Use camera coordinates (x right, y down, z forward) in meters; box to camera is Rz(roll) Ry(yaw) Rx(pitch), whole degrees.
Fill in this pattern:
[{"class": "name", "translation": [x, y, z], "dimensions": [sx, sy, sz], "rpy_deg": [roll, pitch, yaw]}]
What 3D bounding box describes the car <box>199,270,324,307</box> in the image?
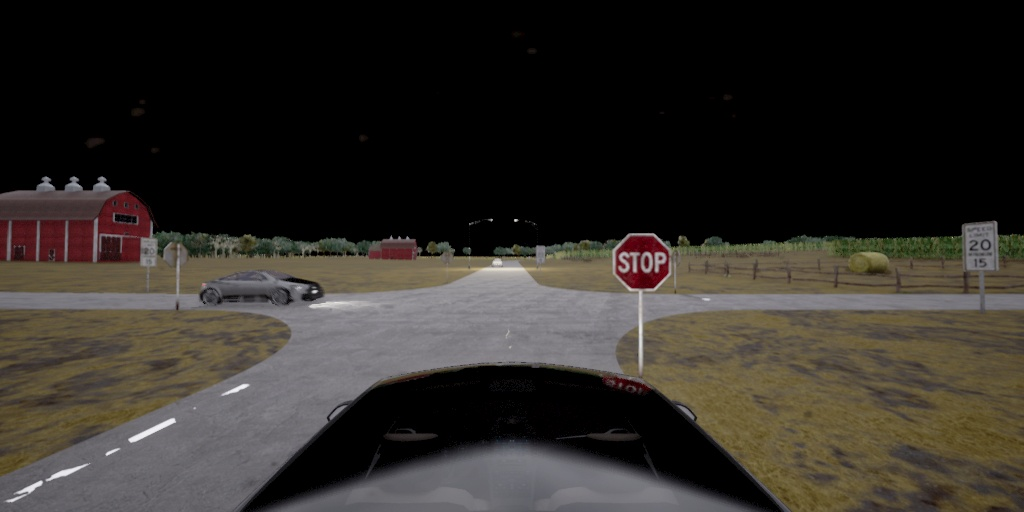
[{"class": "car", "translation": [-9.944, 1.254, 14.425], "dimensions": [4.181, 1.385, 1.994], "rpy_deg": [0, -1, 0]}]
